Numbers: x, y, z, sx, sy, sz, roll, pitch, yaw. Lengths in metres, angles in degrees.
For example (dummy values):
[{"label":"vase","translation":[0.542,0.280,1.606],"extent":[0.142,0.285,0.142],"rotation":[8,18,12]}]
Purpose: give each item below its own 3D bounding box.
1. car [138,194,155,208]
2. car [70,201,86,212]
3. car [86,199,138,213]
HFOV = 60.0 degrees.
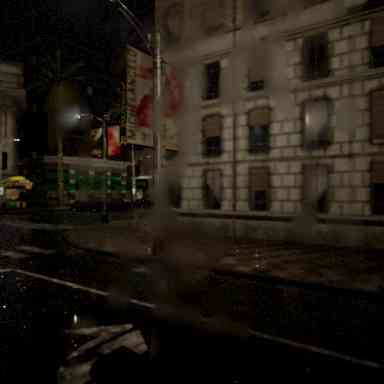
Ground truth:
[{"label":"car","translation":[-6.009,1.304,48.962],"extent":[2.150,2.045,5.566],"rotation":[0,0,38]},{"label":"car","translation":[-12.131,1.630,40.771],"extent":[2.033,1.411,5.357],"rotation":[0,0,36]},{"label":"car","translation":[-9.242,1.621,38.795],"extent":[2.033,1.411,5.357],"rotation":[0,0,36]}]
